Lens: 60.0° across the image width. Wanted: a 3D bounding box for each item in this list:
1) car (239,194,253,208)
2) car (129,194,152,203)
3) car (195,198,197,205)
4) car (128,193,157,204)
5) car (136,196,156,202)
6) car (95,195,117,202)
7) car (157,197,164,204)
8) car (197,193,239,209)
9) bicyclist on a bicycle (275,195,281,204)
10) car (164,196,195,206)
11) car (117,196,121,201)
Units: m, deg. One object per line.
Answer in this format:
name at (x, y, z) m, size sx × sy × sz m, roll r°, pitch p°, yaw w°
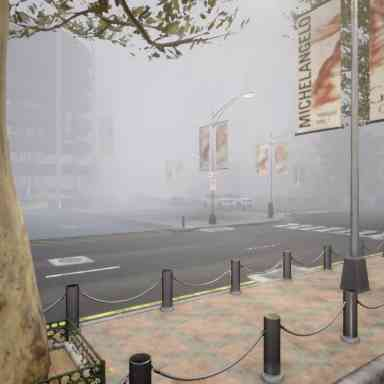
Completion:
car at (6.417, 1.221, 48.580) m, size 2.150 × 2.045 × 5.566 m, roll 0°, pitch 0°, yaw -35°
car at (-11.251, 1.355, 72.586) m, size 4.553 × 1.767 × 2.097 m, roll 0°, pitch 0°, yaw 26°
car at (0.705, 1.601, 56.505) m, size 1.895 × 1.301 × 4.718 m, roll 0°, pitch 0°, yaw -37°
car at (-9.776, 1.224, 62.857) m, size 5.566 × 2.045 × 2.150 m, roll 0°, pitch 0°, yaw 38°
car at (-10.504, 1.552, 76.141) m, size 4.181 × 1.385 × 1.994 m, roll 0°, pitch 0°, yaw 26°
car at (-20.492, 1.450, 76.302) m, size 4.892 × 1.490 × 1.837 m, roll 0°, pitch 0°, yaw 12°
car at (-6.189, 1.601, 64.373) m, size 4.718 × 1.301 × 1.895 m, roll 0°, pitch 0°, yaw 42°
car at (3.562, 1.221, 46.556) m, size 2.150 × 2.045 × 5.566 m, roll 0°, pitch 0°, yaw -35°
bicyclist on a bicycle at (15.726, 1.300, 60.483) m, size 1.656 × 1.620 × 0.582 m, roll 0°, pitch 0°, yaw -36°
car at (-2.156, 1.505, 54.465) m, size 1.837 × 1.490 × 4.892 m, roll 0°, pitch 0°, yaw -37°
car at (-19.528, 1.418, 79.666) m, size 5.008 × 1.535 × 1.882 m, roll 0°, pitch 0°, yaw 12°
